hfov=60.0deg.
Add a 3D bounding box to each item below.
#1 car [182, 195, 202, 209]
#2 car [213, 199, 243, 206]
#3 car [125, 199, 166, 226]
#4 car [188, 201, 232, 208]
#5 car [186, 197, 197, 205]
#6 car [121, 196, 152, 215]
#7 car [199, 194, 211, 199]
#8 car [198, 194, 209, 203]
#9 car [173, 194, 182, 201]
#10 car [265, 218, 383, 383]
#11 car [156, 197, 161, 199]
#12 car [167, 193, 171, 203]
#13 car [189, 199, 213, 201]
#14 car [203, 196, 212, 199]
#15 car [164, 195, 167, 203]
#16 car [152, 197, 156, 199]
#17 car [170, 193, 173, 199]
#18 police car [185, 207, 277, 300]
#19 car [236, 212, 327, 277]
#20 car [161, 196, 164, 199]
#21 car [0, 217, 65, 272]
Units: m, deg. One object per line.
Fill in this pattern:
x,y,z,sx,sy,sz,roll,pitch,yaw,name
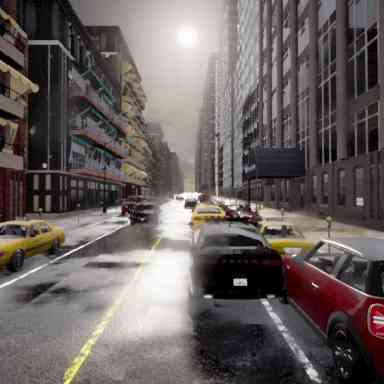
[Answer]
-0.060,1.557,46.054,1.994,1.385,4.181,0,0,0,car
2.665,1.442,22.330,1.967,1.590,4.097,1,0,0,car
-3.142,1.506,23.500,1.837,1.490,4.892,0,0,0,car
0.868,1.480,18.486,1.882,1.535,5.008,0,0,0,car
-0.101,1.588,59.995,1.895,1.301,4.718,0,0,0,car
-5.732,1.313,33.622,2.192,1.841,5.009,1,0,0,car
2.600,1.301,61.891,2.192,1.841,5.009,1,0,0,car
2.582,1.293,73.194,2.192,1.841,5.009,1,0,0,car
-3.143,1.532,84.359,1.994,1.385,4.181,0,0,0,car
2.694,1.441,5.377,1.967,1.590,4.097,1,0,0,car
-5.753,1.434,44.924,1.967,1.590,4.097,1,0,0,car
-5.793,1.527,67.531,1.887,1.381,4.507,1,0,0,car
0.858,1.527,24.487,1.812,1.442,4.674,0,0,0,car
2.635,1.521,39.456,1.752,1.417,4.829,1,0,0,car
-5.774,1.555,56.227,1.947,1.339,4.313,1,0,0,car
-5.744,1.521,39.103,1.752,1.417,4.829,1,0,0,car
-5.801,1.504,73.011,1.752,1.417,4.829,1,0,0,car
0.863,1.427,8.594,1.930,1.638,5.238,0,0,0,police car
2.683,1.528,11.198,1.752,1.417,4.829,1,0,0,car
-5.764,1.536,50.577,1.887,1.381,4.507,1,0,0,car
-5.697,1.527,10.845,1.752,1.417,4.829,1,0,0,car
